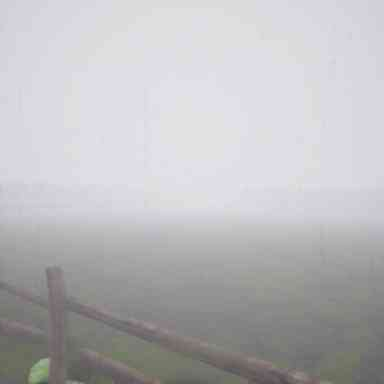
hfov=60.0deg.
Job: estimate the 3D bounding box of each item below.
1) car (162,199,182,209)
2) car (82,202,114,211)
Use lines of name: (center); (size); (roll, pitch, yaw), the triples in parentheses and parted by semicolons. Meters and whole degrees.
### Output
car: (-3.881, 2.201, 62.829); (2.097, 1.767, 4.553); (0, -2, 36)
car: (-13.870, 2.140, 49.237); (1.895, 1.301, 4.718); (0, -2, 36)
